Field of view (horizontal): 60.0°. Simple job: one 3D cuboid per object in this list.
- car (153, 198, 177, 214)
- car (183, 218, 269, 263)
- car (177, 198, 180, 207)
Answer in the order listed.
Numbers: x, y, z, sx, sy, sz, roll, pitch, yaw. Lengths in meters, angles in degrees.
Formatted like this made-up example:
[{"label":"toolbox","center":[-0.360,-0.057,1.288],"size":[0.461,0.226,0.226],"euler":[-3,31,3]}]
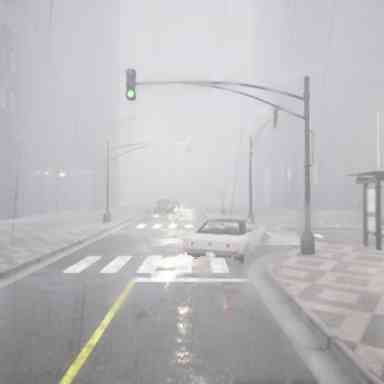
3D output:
[{"label":"car","center":[-3.097,1.474,37.258],"size":[2.097,1.767,4.553],"euler":[0,0,0]},{"label":"car","center":[1.466,1.604,12.225],"size":[1.895,1.301,4.718],"euler":[0,1,24]},{"label":"car","center":[-3.066,1.672,55.418],"size":[2.128,1.511,4.902],"euler":[0,0,0]}]
